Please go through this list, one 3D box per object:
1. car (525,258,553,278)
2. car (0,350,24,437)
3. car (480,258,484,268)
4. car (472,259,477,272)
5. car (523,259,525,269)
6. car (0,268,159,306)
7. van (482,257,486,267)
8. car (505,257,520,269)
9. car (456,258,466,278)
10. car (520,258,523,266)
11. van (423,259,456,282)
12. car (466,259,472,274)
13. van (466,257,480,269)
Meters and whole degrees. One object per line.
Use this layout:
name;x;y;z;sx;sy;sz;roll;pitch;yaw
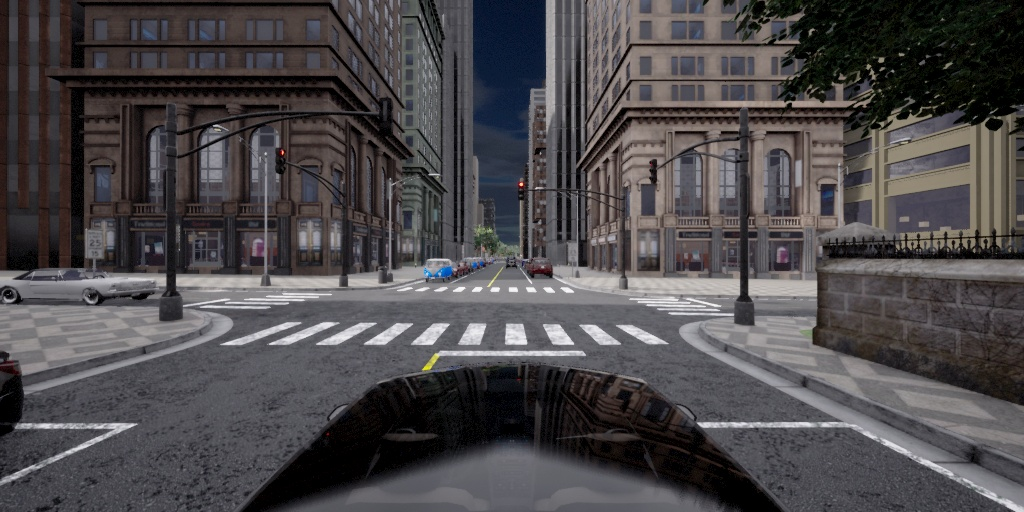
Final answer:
car;2.699;1.085;33.901;2.192;1.841;5.009;0;0;0
car;-5.763;1.316;1.777;1.948;1.339;4.313;0;0;0
car;-5.870;1.347;55.640;1.888;1.381;4.507;0;0;0
car;-5.848;1.351;44.757;1.948;1.339;4.313;0;0;0
car;2.688;1.092;39.341;2.192;1.841;5.009;0;0;0
car;-16.565;1.120;13.679;4.718;1.301;1.895;1;0;0
van;-5.881;1.151;61.081;1.690;1.789;3.998;0;0;0
car;-0.063;1.313;59.091;1.837;1.490;4.892;0;0;1
car;-5.826;1.210;33.875;1.967;1.591;4.097;0;0;0
car;2.656;1.353;55.663;2.007;1.370;4.403;0;0;0
van;-5.816;1.105;28.434;1.690;1.789;3.998;0;0;0
car;-5.837;1.323;39.316;1.888;1.381;4.507;0;0;0
van;-5.859;1.135;50.198;1.690;1.789;3.998;0;0;0
